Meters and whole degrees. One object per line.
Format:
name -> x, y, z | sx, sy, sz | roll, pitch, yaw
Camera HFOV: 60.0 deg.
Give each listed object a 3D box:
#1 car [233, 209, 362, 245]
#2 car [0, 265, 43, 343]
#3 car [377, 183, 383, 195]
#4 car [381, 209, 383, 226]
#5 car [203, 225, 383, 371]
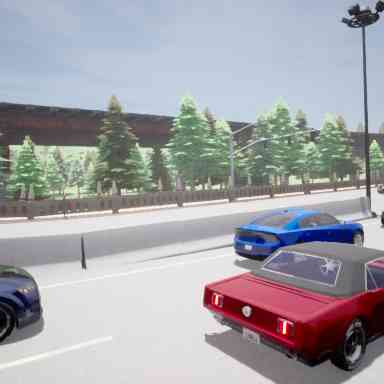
car -> 3.561, 1.283, 10.630 | 5.008, 1.535, 1.882 | -3, 2, -36
car -> -4.489, 1.563, 4.847 | 4.181, 1.385, 1.994 | 0, 0, -36
car -> 23.000, -0.683, 37.832 | 4.553, 1.767, 2.097 | -4, 2, -36
car -> 10.840, 0.879, 15.876 | 4.181, 1.385, 1.994 | -4, 2, -36
car -> 2.573, 1.528, 5.607 | 4.718, 1.301, 1.895 | -2, 1, -36
